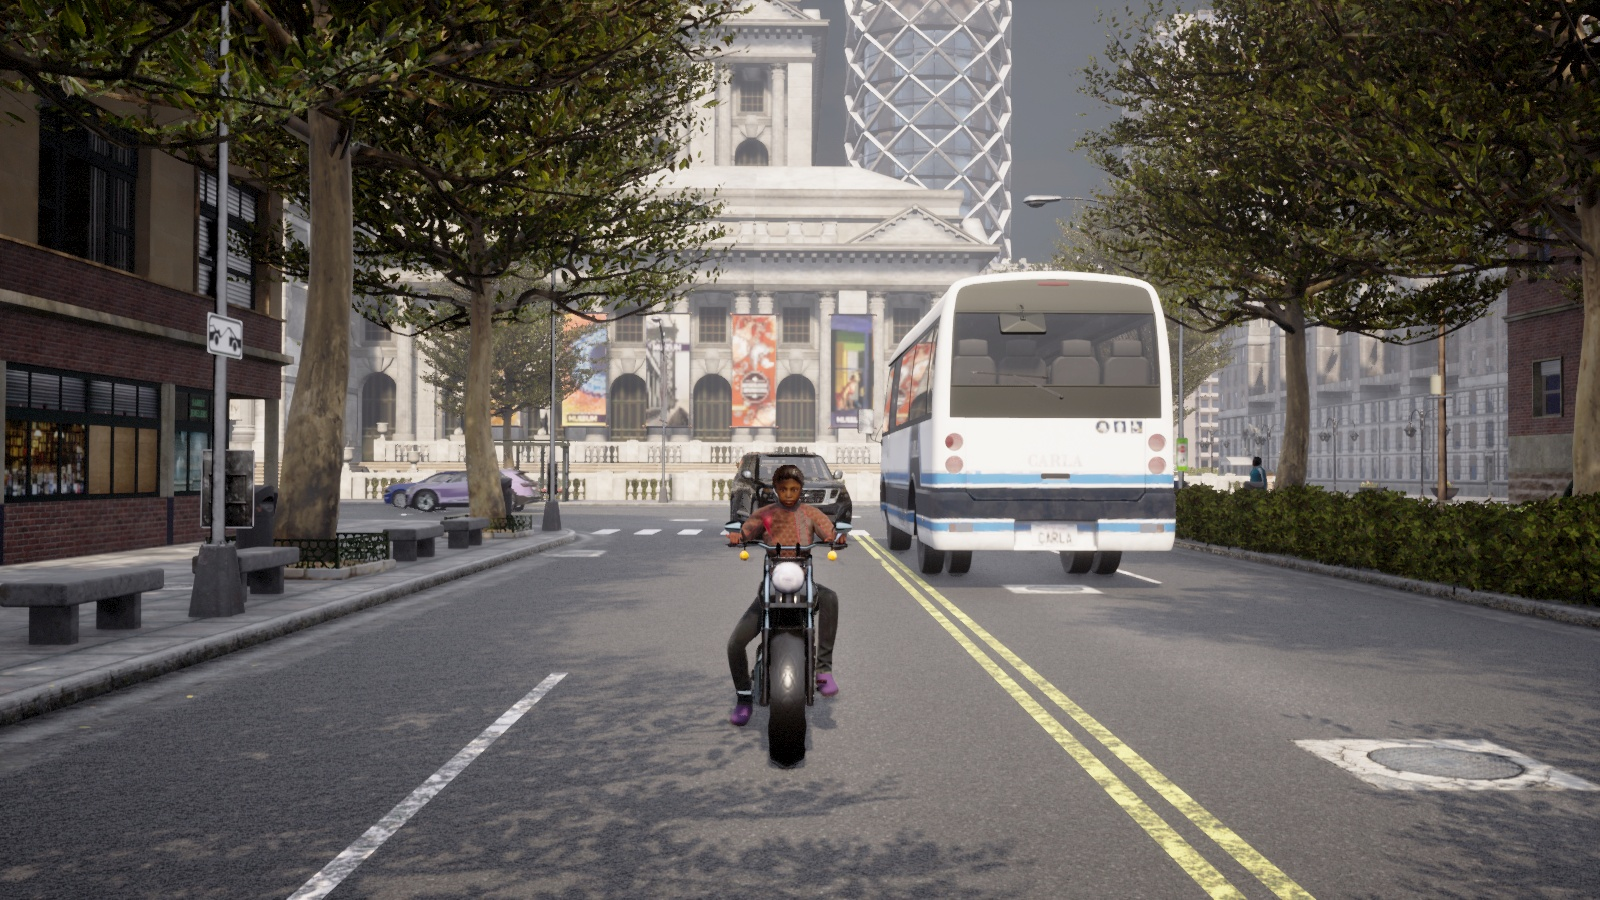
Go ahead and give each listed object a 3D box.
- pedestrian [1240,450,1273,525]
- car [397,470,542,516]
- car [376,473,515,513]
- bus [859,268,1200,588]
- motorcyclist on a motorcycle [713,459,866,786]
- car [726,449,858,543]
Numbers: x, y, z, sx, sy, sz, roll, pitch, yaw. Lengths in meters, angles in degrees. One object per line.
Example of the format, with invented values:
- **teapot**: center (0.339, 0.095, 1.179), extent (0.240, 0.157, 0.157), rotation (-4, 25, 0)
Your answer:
- **pedestrian**: center (11.855, 0.972, 32.639), extent (0.692, 1.930, 0.396), rotation (0, -1, -7)
- **car**: center (-12.207, 1.577, 46.648), extent (4.856, 1.649, 2.033), rotation (0, -1, 0)
- **car**: center (-14.097, 1.691, 50.140), extent (5.008, 1.535, 1.882), rotation (0, -1, 0)
- **bus**: center (3.303, -0.208, 21.872), extent (3.944, 4.253, 10.273), rotation (0, -1, 0)
- **motorcyclist on a motorcycle**: center (-0.065, 0.892, 7.542), extent (0.766, 1.649, 2.350), rotation (0, -1, -1)
- **car**: center (-0.332, 1.044, 30.316), extent (2.150, 2.045, 5.566), rotation (0, -1, -12)
